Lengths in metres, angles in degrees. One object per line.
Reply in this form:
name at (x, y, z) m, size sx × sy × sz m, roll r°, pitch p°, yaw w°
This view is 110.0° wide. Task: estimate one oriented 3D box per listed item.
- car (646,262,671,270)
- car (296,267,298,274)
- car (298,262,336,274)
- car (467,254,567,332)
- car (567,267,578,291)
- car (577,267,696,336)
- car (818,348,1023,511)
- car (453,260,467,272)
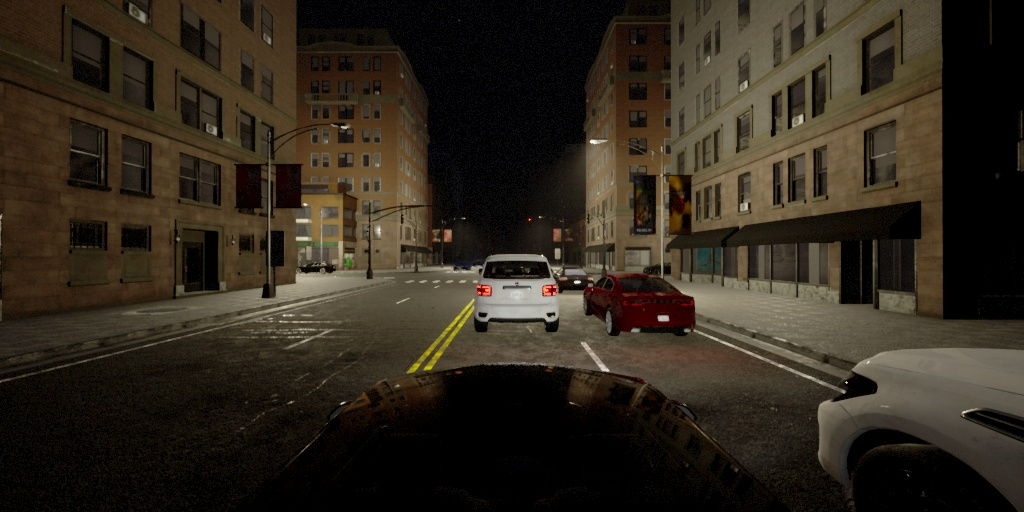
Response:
car at (16.085, 1.351, 37.847) m, size 4.181 × 1.385 × 1.994 m, roll 0°, pitch 0°, yaw 0°
car at (-22.123, 1.169, 32.258) m, size 4.097 × 1.591 × 1.967 m, roll 0°, pitch 0°, yaw 0°
car at (-22.070, 1.326, 40.283) m, size 4.313 × 1.339 × 1.948 m, roll 0°, pitch 0°, yaw 0°
car at (0.116, 0.971, 10.963) m, size 2.150 × 2.045 × 5.566 m, roll 0°, pitch 0°, yaw 0°
car at (3.376, 1.313, 20.485) m, size 1.994 × 1.385 × 4.181 m, roll 0°, pitch 0°, yaw 0°
car at (3.362, 1.228, 10.397) m, size 1.882 × 1.535 × 5.008 m, roll 0°, pitch 0°, yaw 0°
car at (3.347, 0.972, 0.237) m, size 2.150 × 2.045 × 5.566 m, roll 0°, pitch 0°, yaw 0°
car at (-6.535, 1.270, 47.097) m, size 1.812 × 1.442 × 4.674 m, roll 0°, pitch 0°, yaw 0°
